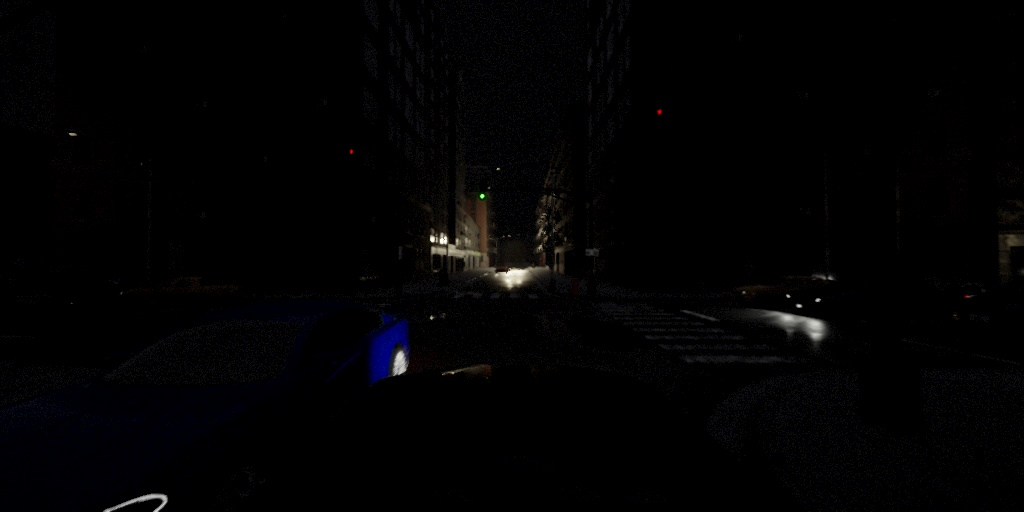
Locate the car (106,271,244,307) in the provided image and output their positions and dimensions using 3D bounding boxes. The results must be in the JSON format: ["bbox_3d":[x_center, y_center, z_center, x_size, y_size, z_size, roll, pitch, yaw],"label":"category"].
[{"bbox_3d":[-14.875,1.514,16.208,4.829,1.417,1.751,0,0,1],"label":"car"}]

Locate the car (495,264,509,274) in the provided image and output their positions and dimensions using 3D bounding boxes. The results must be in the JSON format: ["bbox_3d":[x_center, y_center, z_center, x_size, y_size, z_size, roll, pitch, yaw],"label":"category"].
[{"bbox_3d":[-1.503,1.910,54.555,1.882,1.535,5.008,0,0,1],"label":"car"}]

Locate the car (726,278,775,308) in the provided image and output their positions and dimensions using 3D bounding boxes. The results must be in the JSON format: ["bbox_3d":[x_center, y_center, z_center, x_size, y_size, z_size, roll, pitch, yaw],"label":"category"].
[{"bbox_3d":[12.000,1.444,15.560,4.829,1.417,1.751,0,0,1],"label":"car"}]

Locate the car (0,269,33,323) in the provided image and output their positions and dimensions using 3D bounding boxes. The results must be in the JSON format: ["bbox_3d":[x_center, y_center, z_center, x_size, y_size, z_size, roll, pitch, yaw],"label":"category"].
[{"bbox_3d":[-14.908,1.166,8.182,5.009,1.841,2.192,0,0,1],"label":"car"}]

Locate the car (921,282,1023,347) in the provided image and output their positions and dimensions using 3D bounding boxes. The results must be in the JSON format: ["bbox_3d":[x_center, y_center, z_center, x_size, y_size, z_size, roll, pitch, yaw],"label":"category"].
[{"bbox_3d":[11.967,1.347,7.534,4.313,1.339,1.948,0,0,1],"label":"car"}]

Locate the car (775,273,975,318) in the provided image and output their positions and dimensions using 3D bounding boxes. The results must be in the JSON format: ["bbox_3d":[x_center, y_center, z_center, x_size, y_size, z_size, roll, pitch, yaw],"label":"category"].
[{"bbox_3d":[13.103,1.420,13.007,5.357,1.411,2.033,0,-1,1],"label":"car"}]

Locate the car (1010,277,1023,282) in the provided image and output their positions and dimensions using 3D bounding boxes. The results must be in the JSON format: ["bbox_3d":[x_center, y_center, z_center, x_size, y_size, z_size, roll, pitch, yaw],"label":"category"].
[{"bbox_3d":[22.993,1.454,15.295,4.313,1.339,1.948,0,0,1],"label":"car"}]

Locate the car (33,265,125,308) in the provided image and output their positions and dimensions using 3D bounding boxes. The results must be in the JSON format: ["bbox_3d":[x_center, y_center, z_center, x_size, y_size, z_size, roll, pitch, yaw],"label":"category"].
[{"bbox_3d":[-20.383,1.317,16.341,5.009,1.841,2.192,0,0,1],"label":"car"}]

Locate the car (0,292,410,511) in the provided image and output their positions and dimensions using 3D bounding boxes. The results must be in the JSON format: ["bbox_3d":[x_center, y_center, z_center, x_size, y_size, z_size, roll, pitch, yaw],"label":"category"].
[{"bbox_3d":[-2.653,1.278,3.955,1.882,1.535,5.008,0,-1,1],"label":"car"}]
